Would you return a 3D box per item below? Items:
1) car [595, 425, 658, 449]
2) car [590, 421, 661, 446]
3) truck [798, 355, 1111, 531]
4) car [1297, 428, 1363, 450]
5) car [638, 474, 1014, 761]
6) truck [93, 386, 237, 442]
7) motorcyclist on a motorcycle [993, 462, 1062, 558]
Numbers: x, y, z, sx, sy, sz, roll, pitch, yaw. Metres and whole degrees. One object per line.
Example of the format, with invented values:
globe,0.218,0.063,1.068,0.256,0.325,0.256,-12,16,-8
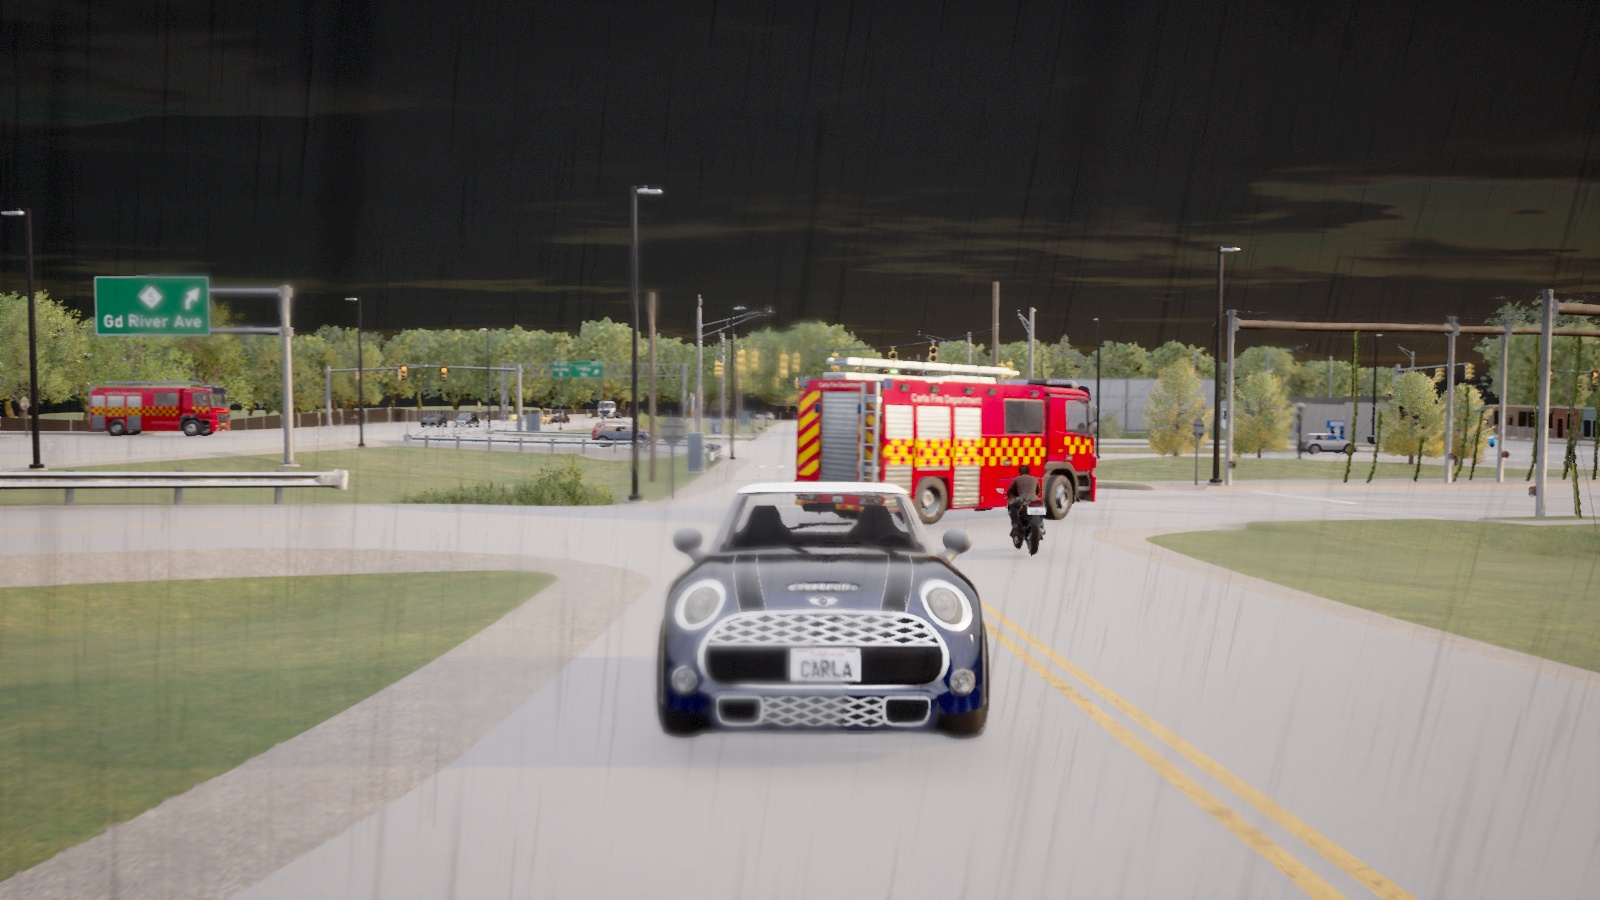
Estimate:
car,-11.514,-0.873,83.486,3.806,1.475,1.970,0,2,4
car,-12.100,-1.146,87.222,4.611,1.667,2.242,0,2,-2
truck,4.072,-0.227,31.337,8.468,3.827,2.891,-1,2,-43
car,37.487,-0.783,88.927,3.806,1.475,1.970,-1,3,-4
car,0.164,0.917,8.512,1.970,1.475,3.806,0,-1,1
truck,-44.153,-2.512,87.547,8.468,3.827,2.891,0,2,-4
motorcyclist on a motorcycle,3.858,0.981,21.437,0.797,1.523,2.044,0,0,0
